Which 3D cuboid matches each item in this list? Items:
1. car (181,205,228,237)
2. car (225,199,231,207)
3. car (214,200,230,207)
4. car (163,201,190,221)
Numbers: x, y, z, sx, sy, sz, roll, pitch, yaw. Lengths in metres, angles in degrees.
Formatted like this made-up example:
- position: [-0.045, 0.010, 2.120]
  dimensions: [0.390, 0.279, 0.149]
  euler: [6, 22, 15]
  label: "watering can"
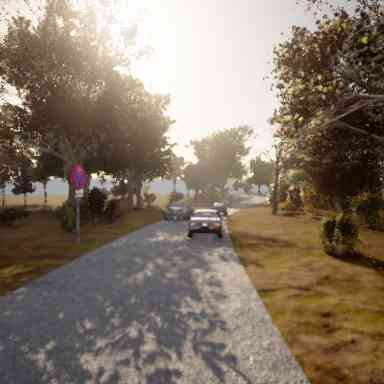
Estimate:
- position: [0.818, 1.677, 18.813]
  dimensions: [2.033, 1.411, 5.357]
  euler: [1, -1, 4]
  label: "car"
- position: [6.797, 2.377, 69.733]
  dimensions: [2.097, 1.767, 4.553]
  euler: [1, 0, 16]
  label: "car"
- position: [3.329, 2.028, 40.381]
  dimensions: [1.812, 1.442, 4.674]
  euler: [1, -1, 9]
  label: "car"
- position: [-1.124, 1.590, 29.333]
  dimensions: [2.097, 1.767, 4.553]
  euler: [1, -1, 7]
  label: "car"
